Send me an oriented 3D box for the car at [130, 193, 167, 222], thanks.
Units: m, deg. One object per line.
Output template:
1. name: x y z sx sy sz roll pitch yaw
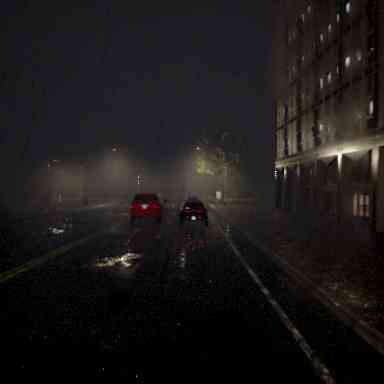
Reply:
1. car: -3.153 1.074 24.712 2.150 2.045 5.566 0 0 0

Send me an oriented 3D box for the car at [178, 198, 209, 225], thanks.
1. car: 0.100 1.367 22.924 1.837 1.490 4.892 0 0 0

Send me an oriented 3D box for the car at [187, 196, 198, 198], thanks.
1. car: 0.100 1.206 43.136 1.882 1.535 5.008 0 0 0
